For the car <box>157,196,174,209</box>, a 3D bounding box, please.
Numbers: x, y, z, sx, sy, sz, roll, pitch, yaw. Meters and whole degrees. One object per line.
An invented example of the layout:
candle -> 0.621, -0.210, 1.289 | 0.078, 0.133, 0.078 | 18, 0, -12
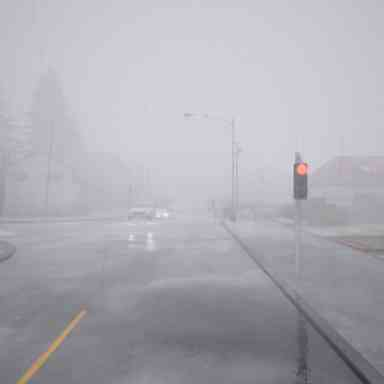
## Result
car -> -3.959, 1.478, 44.212 | 2.128, 1.511, 4.902 | 0, 0, 0

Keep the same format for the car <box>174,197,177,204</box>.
car -> -3.881, 1.488, 60.632 | 1.837, 1.490, 4.892 | 0, 0, 1

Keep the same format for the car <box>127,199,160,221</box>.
car -> -4.017, 1.517, 27.211 | 1.812, 1.442, 4.674 | 0, 0, 0
